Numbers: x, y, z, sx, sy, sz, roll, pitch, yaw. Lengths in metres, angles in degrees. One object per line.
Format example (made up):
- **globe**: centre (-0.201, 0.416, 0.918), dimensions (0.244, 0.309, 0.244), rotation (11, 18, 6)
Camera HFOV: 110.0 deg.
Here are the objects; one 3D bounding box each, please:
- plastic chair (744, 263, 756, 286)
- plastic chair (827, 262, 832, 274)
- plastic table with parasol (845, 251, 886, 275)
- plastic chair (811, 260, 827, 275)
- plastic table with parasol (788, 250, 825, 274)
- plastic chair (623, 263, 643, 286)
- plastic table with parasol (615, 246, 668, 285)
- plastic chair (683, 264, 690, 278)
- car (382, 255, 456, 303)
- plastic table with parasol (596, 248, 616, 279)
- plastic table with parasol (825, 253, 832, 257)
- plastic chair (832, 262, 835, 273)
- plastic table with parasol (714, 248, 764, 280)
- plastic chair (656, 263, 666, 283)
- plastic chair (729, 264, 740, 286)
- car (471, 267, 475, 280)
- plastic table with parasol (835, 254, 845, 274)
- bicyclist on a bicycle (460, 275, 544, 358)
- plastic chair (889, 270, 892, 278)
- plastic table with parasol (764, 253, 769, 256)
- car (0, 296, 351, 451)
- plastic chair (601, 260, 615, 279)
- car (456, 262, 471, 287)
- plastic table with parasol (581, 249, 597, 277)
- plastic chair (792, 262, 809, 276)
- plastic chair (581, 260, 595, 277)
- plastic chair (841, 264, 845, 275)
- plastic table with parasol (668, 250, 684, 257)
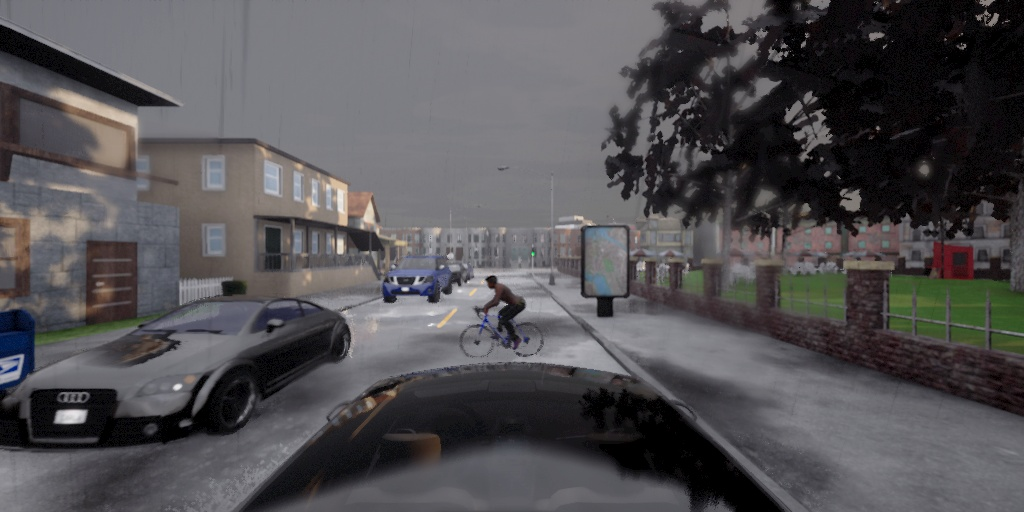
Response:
- **plastic chair**: centre (15.824, 1.297, 23.315), dimensions (0.750, 1.272, 0.730), rotation (0, 0, -41)
- **plastic chair**: centre (35.508, 1.338, 40.513), dimensions (0.750, 1.272, 0.730), rotation (0, 0, -1)
- **plastic table with parasol**: centre (33.242, 0.734, 33.554), dimensions (2.482, 2.480, 2.482), rotation (0, 0, -41)
- **plastic chair**: centre (29.239, 1.267, 34.124), dimensions (0.750, 1.272, 0.730), rotation (0, 0, -45)
- **plastic table with parasol**: centre (28.409, 0.674, 34.961), dimensions (2.482, 2.480, 2.482), rotation (0, 0, -39)
- **plastic chair**: centre (8.771, 1.318, 26.083), dimensions (0.730, 1.272, 0.750), rotation (0, 0, -36)
- **plastic table with parasol**: centre (9.735, 0.686, 26.993), dimensions (2.482, 2.480, 2.482), rotation (0, 0, -41)
- **plastic chair**: centre (15.144, 1.296, 31.539), dimensions (0.750, 1.272, 0.730), rotation (0, 0, -41)
- **car**: centre (-4.241, 0.979, 16.920), dimensions (2.150, 2.045, 5.566), rotation (0, 0, -1)
- **plastic table with parasol**: centre (10.363, 0.708, 35.441), dimensions (2.482, 2.480, 2.482), rotation (0, 0, -41)
- **plastic table with parasol**: centre (35.578, 0.735, 41.756), dimensions (2.482, 2.480, 2.482), rotation (0, 0, -1)
- **plastic chair**: centre (35.091, 1.338, 38.433), dimensions (0.750, 1.272, 0.730), rotation (0, 0, -41)
- **plastic table with parasol**: centre (15.082, 0.695, 24.307), dimensions (2.482, 2.480, 2.482), rotation (0, 0, -41)
- **plastic chair**: centre (10.478, 1.312, 26.003), dimensions (0.750, 1.272, 0.730), rotation (0, 0, -41)
- **plastic chair**: centre (14.117, 1.307, 23.395), dimensions (0.730, 1.272, 0.750), rotation (0, 0, -36)
- **car**: centre (-4.326, 1.282, 30.522), dimensions (1.812, 1.442, 4.674), rotation (0, 0, 0)
- **plastic table with parasol**: centre (35.845, 0.734, 37.410), dimensions (2.482, 2.480, 2.482), rotation (0, 0, -41)
- **bicyclist on a bicycle**: centre (-0.214, 1.195, 7.006), dimensions (1.656, 1.620, 0.582), rotation (-2, 0, -1)
- **plastic chair**: centre (33.985, 1.337, 32.563), dimensions (0.750, 1.272, 0.730), rotation (0, 0, -41)
- **plastic table with parasol**: centre (27.890, 0.632, 40.887), dimensions (2.482, 2.480, 2.482), rotation (0, 0, -39)
- **car**: centre (-4.125, 1.316, 5.334), dimensions (1.994, 1.385, 4.181), rotation (0, 0, -1)
- **plastic chair**: centre (9.398, 1.312, 34.530), dimensions (0.730, 1.272, 0.750), rotation (0, 0, -36)
- **car**: centre (-4.218, 1.233, 24.968), dimensions (1.882, 1.535, 5.008), rotation (0, 0, -1)
- **plastic table with parasol**: centre (9.312, 0.740, 40.661), dimensions (2.482, 2.480, 2.482), rotation (0, 0, -41)
- **plastic chair**: centre (27.522, 1.257, 34.250), dimensions (0.730, 1.272, 0.750), rotation (0, 0, -39)
- **plastic chair**: centre (8.347, 1.344, 39.750), dimensions (0.730, 1.272, 0.750), rotation (0, 0, -36)
- **plastic chair**: centre (32.488, 1.338, 34.578), dimensions (0.750, 1.272, 0.730), rotation (0, 0, -41)
- **plastic table with parasol**: centre (14.379, 0.675, 32.514), dimensions (2.482, 2.480, 2.482), rotation (0, 0, -42)
